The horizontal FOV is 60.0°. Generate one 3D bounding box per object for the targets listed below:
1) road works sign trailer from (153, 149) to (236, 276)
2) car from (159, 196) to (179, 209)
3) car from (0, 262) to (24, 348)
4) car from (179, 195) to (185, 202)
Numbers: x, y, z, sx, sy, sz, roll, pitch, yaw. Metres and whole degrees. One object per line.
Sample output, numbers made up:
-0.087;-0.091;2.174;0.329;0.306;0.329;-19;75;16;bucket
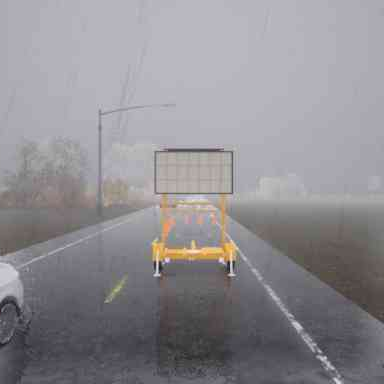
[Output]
0.054;0.469;10.321;2.380;3.560;2.880;0;0;-1;road works sign trailer
-3.271;1.378;45.670;2.097;1.767;4.553;0;0;1;car
-3.587;1.527;3.556;1.812;1.442;4.674;0;0;0;car
-2.651;1.564;80.197;1.837;1.490;4.892;0;0;1;car
